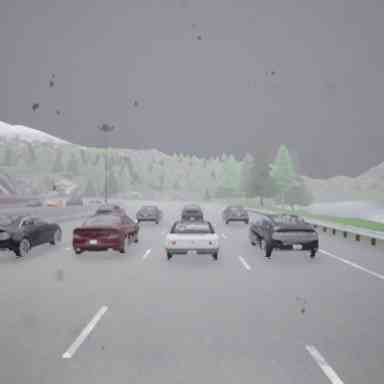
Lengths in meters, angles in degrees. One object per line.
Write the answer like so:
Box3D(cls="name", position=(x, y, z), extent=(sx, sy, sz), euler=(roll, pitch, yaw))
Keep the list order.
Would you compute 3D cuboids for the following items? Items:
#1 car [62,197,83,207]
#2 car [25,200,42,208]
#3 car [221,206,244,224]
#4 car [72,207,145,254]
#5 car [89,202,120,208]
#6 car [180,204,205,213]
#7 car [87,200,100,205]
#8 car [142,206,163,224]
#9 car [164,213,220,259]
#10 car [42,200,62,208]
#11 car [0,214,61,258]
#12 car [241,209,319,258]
Box3D(cls="car", position=(-21.886, 1.901, 62.221), extent=(2.150, 2.045, 5.566), euler=(0, 0, -5))
Box3D(cls="car", position=(-28.742, 2.223, 60.554), extent=(1.994, 1.385, 4.181), euler=(0, -1, -5))
Box3D(cls="car", position=(3.521, 1.849, 27.513), extent=(2.033, 1.411, 5.357), euler=(0, -1, 1))
Box3D(cls="car", position=(-3.469, 1.634, 14.233), extent=(1.882, 1.535, 5.008), euler=(0, 0, 0))
Box3D(cls="car", position=(-6.968, 1.820, 28.491), extent=(1.837, 1.490, 4.892), euler=(0, 0, 0))
Box3D(cls="car", position=(0.032, 1.819, 28.489), extent=(1.837, 1.490, 4.892), euler=(0, 0, 0))
Box3D(cls="car", position=(-18.462, 2.187, 62.952), extent=(2.128, 1.511, 4.902), euler=(0, -1, -5))
Box3D(cls="car", position=(-3.478, 1.849, 27.509), extent=(2.033, 1.411, 5.357), euler=(0, -1, 0))
Box3D(cls="car", position=(0.023, 1.747, 13.225), extent=(1.895, 1.301, 4.718), euler=(0, -1, 0))
Box3D(cls="car", position=(-25.306, 2.148, 61.210), extent=(1.882, 1.535, 5.008), euler=(0, -1, -5))
Box3D(cls="car", position=(-6.975, 1.642, 13.489), extent=(2.128, 1.511, 4.902), euler=(0, 0, 0))
Box3D(cls="car", position=(3.525, 1.641, 13.485), extent=(2.128, 1.511, 4.902), euler=(0, 0, 0))
